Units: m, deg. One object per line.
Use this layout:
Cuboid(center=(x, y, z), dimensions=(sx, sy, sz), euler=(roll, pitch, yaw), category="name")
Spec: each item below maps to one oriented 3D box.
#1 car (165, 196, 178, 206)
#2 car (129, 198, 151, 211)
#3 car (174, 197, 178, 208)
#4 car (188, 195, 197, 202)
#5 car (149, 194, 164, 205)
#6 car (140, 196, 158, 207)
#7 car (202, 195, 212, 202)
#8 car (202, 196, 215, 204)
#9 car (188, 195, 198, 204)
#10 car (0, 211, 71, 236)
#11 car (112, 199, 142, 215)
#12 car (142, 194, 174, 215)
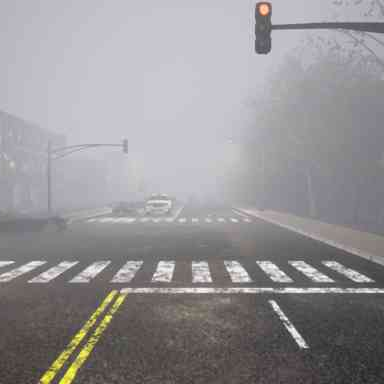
Cuboid(center=(-3.277, 1.485, 53.940), dimensions=(1.837, 1.490, 4.892), euler=(0, 0, 0), category="car")
Cuboid(center=(-6.537, 1.550, 42.070), dimensions=(1.994, 1.385, 4.181), euler=(0, 0, 1), category="car")
Cuboid(center=(-3.291, 1.586, 43.791), dimensions=(1.895, 1.301, 4.718), euler=(0, 0, 1), category="car")
Cuboid(center=(0.087, 1.447, 75.017), dimensions=(1.882, 1.535, 5.008), euler=(0, 0, 0), category="car")
Cuboid(center=(-6.493, 1.329, 61.178), dimensions=(2.097, 1.767, 4.553), euler=(0, 0, 0), category="car")
Cuboid(center=(-6.530, 1.473, 51.124), dimensions=(2.128, 1.511, 4.902), euler=(0, 0, 0), category="car")
Cuboid(center=(3.335, 1.510, 74.740), dimensions=(2.033, 1.411, 5.357), euler=(0, 0, 0), category="car")
Cuboid(center=(3.423, 1.576, 64.722), dimensions=(1.895, 1.301, 4.718), euler=(0, 0, 0), category="car")
Cuboid(center=(0.172, 1.467, 64.707), dimensions=(2.128, 1.511, 4.902), euler=(0, 0, 0), category="car")
Cuboid(center=(-8.850, 1.619, 17.396), dimensions=(4.718, 1.301, 1.895), euler=(-1, 0, -13), category="car")
Cuboid(center=(-6.557, 1.591, 33.142), dimensions=(1.895, 1.301, 4.718), euler=(0, 0, 0), category="car")
Cuboid(center=(-3.304, 1.211, 33.735), dimensions=(2.150, 2.045, 5.566), euler=(0, 0, 0), category="car")
